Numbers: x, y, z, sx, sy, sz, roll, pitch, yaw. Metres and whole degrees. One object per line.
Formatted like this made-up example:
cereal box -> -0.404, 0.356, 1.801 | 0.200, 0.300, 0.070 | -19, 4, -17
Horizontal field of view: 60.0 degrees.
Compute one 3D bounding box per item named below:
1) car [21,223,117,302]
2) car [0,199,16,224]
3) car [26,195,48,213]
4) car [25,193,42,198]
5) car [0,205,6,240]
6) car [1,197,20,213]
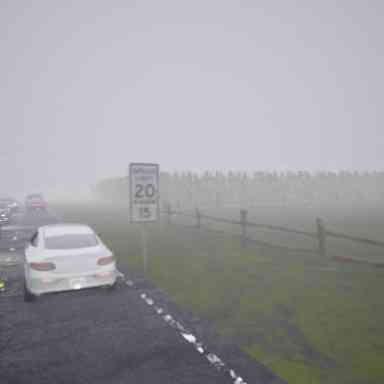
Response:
car -> -3.159, 1.510, 8.304 | 1.812, 1.442, 4.674 | -1, 0, -26
car -> -14.071, 1.495, 24.021 | 1.837, 1.490, 4.892 | -1, 0, -26
car -> -16.840, 1.456, 36.206 | 1.837, 1.490, 4.892 | -1, 0, -26
car -> -21.298, 1.161, 45.128 | 2.150, 2.045, 5.566 | -1, 0, -26
car -> -9.194, 1.527, 14.116 | 1.812, 1.442, 4.674 | -1, 0, -26
car -> -19.811, 1.325, 35.816 | 2.097, 1.767, 4.553 | -1, 0, -26
